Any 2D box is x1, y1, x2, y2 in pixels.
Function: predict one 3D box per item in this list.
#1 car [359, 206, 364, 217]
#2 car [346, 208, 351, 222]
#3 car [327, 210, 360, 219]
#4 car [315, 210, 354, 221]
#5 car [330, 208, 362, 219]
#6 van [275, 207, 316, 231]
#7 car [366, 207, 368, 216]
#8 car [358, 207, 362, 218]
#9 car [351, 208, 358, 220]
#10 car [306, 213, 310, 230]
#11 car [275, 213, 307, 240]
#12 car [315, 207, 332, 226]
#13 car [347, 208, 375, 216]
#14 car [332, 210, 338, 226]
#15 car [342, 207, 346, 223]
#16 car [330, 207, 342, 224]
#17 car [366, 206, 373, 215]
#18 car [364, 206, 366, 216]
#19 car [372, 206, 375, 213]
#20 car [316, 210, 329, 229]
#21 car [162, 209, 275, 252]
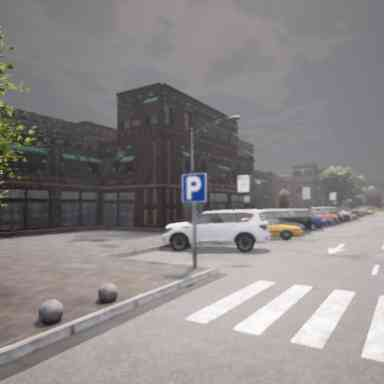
[{"bbox_3d":[23.644,3.366,52.984,5.566,2.045,2.435,-2,-4,12],"label":"car"},{"bbox_3d":[17.262,3.233,42.800,4.792,1.488,2.163,-2,-3,12],"label":"car"},{"bbox_3d":[25.225,3.762,55.494,4.674,1.452,2.002,-2,-3,12],"label":"car"},{"bbox_3d":[20.459,3.438,47.874,4.792,1.488,2.163,-2,-3,12],"label":"car"},{"bbox_3d":[26.788,3.704,58.056,4.553,1.767,2.185,-2,-3,12],"label":"car"},{"bbox_3d":[7.535,2.384,27.579,4.442,1.987,1.878,-2,-3,12],"label":"van"},{"bbox_3d":[30.040,4.072,63.113,4.792,1.488,2.163,-2,-3,12],"label":"car"},{"bbox_3d":[22.210,3.504,50.385,5.366,1.575,1.946,-2,-3,12],"label":"car"},{"bbox_3d":[18.855,3.054,45.351,5.566,2.045,2.435,-2,-3,12],"label":"car"},{"bbox_3d":[6.060,2.548,25.005,4.674,1.452,2.002,-2,-3,12],"label":"car"},{"bbox_3d":[4.655,2.401,22.418,5.366,1.575,1.946,-2,-3,12],"label":"car"},{"bbox_3d":[10.811,2.680,32.656,4.553,1.767,2.185,-2,-3,12],"label":"car"},{"bbox_3d":[39.724,4.694,78.343,5.366,1.575,1.946,-2,-3,12],"label":"car"},{"bbox_3d":[12.439,2.944,35.178,4.674,1.452,2.002,-2,-3,12],"label":"car"},{"bbox_3d":[15.662,2.976,40.254,4.553,1.767,2.185,-2,-3,12],"label":"car"},{"bbox_3d":[14.065,2.876,37.715,4.553,1.767,2.185,-2,-3,12],"label":"car"},{"bbox_3d":[36.365,4.483,73.293,4.892,1.521,2.231,-2,-3,12],"label":"car"},{"bbox_3d":[28.384,3.811,60.595,4.553,1.767,2.185,-2,-3,12],"label":"car"},{"bbox_3d":[38.140,4.584,75.796,5.366,1.575,1.946,-2,-3,12],"label":"car"},{"bbox_3d":[9.253,2.705,30.086,5.008,1.535,2.097,-2,-3,12],"label":"car"},{"bbox_3d":[1.264,1.961,17.365,5.566,2.045,2.435,-2,-3,12],"label":"car"}]
